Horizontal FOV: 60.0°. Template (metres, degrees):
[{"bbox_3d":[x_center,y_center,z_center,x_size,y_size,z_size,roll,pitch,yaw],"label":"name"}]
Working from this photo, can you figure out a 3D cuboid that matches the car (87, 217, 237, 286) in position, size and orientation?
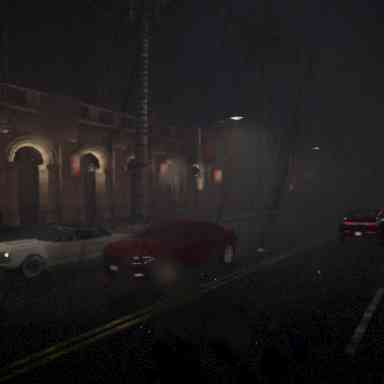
[{"bbox_3d":[-0.439,1.586,10.138,1.882,1.535,5.008,-1,-1,36],"label":"car"}]

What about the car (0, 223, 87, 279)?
[{"bbox_3d":[-4.202,1.754,10.909,1.895,1.301,4.718,-1,-1,36],"label":"car"}]

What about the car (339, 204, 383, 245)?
[{"bbox_3d":[8.525,1.569,16.160,2.128,1.511,4.902,-1,-1,36],"label":"car"}]
